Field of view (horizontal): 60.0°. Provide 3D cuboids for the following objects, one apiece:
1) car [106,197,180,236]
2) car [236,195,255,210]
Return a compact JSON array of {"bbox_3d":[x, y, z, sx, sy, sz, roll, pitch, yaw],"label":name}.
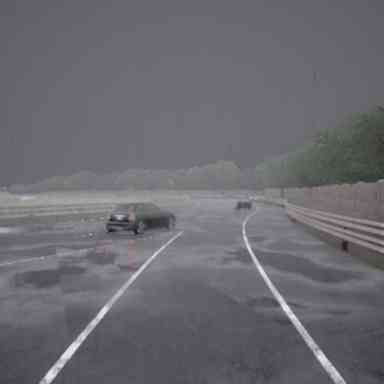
[{"bbox_3d":[-2.797,1.391,19.205,2.097,1.767,4.553,0,0,28],"label":"car"},{"bbox_3d":[7.272,1.614,46.028,1.882,1.535,5.008,0,0,13],"label":"car"}]
